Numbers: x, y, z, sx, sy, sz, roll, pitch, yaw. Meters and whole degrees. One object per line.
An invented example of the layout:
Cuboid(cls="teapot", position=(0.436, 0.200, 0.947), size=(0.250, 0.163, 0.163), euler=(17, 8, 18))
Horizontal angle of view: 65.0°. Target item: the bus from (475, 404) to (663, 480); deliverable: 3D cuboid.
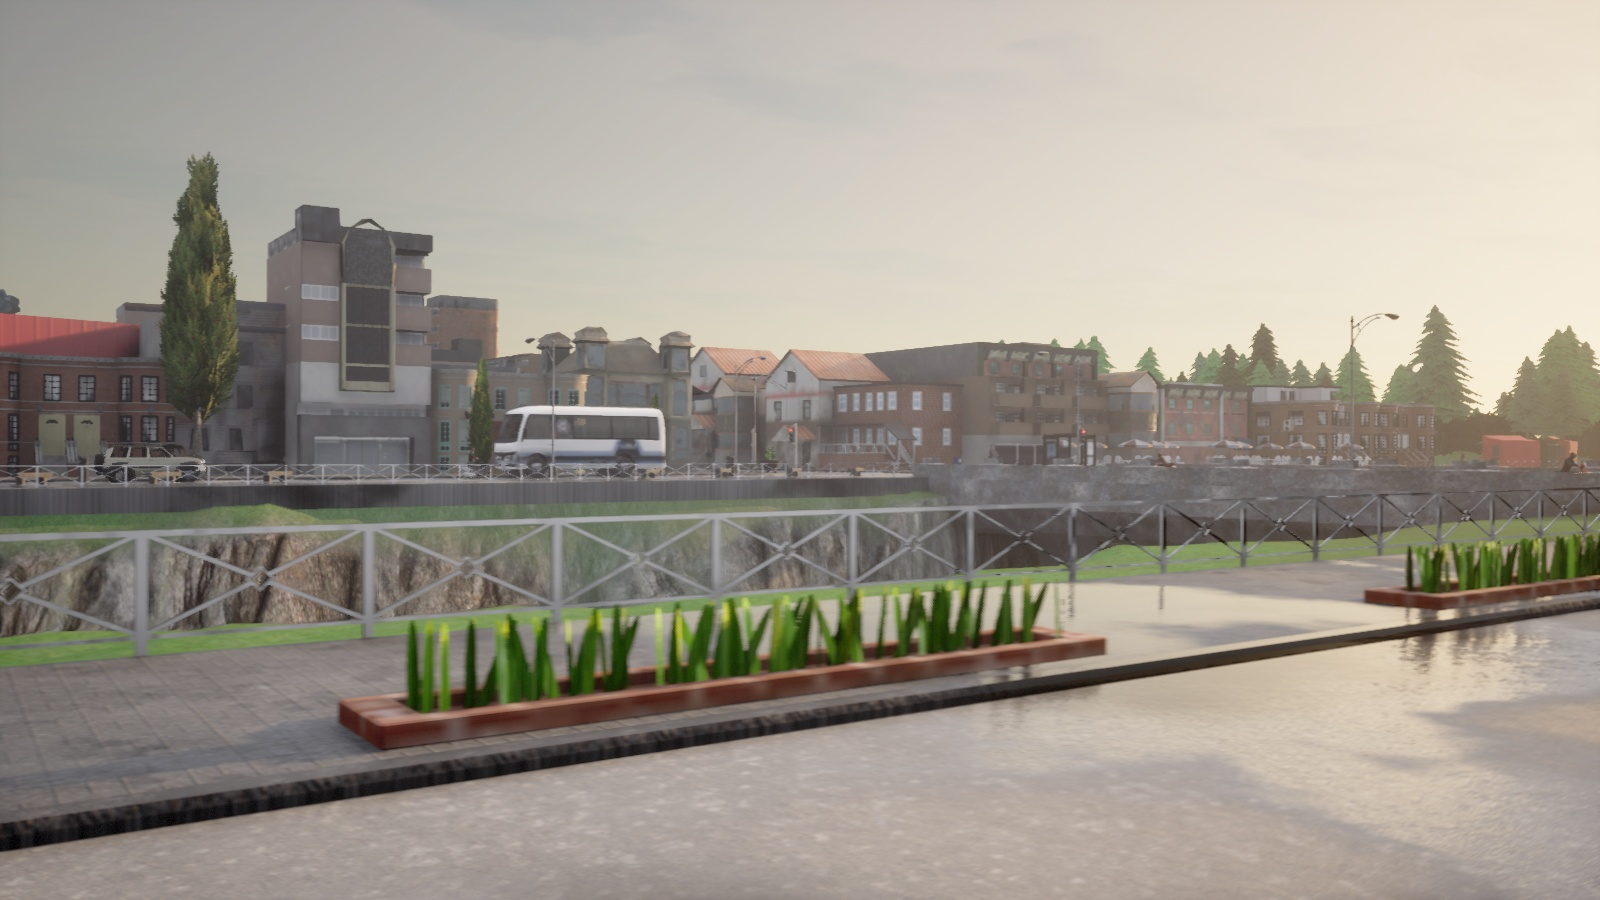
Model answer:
Cuboid(cls="bus", position=(-13.669, -0.419, 74.852), size=(10.273, 4.253, 3.944), euler=(0, 0, -36))

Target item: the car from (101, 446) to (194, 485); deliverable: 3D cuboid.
Cuboid(cls="car", position=(-32.186, 0.761, 61.933), size=(3.866, 1.878, 1.905), euler=(0, 0, -35))

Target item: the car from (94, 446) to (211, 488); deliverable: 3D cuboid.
Cuboid(cls="car", position=(-30.138, 0.769, 58.484), size=(4.605, 1.855, 1.932), euler=(0, 0, -35))
